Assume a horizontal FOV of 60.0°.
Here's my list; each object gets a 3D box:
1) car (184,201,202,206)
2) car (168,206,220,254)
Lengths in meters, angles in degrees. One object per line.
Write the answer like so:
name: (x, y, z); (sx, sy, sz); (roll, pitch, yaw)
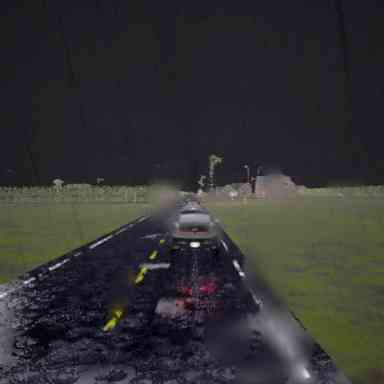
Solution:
car: (0.106, 1.599, 34.229); (1.994, 1.385, 4.181); (0, 0, 0)
car: (0.102, 1.515, 13.559); (1.837, 1.490, 4.892); (0, 0, 0)
